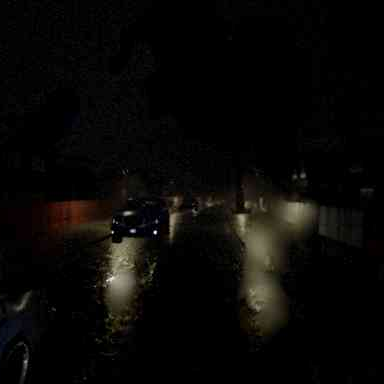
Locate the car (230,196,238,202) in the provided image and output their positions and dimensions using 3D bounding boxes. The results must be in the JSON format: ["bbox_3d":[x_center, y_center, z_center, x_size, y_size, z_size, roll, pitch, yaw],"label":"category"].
[{"bbox_3d":[11.967,2.034,93.935,1.882,1.535,5.008,0,0,11],"label":"car"}]

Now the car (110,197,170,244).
[{"bbox_3d":[-2.367,1.292,16.646,2.150,2.045,5.566,0,0,2],"label":"car"}]

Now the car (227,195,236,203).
[{"bbox_3d":[10.041,1.746,83.725,2.150,2.045,5.566,0,0,11],"label":"car"}]

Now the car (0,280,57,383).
[{"bbox_3d":[-2.806,1.555,2.290,2.033,1.411,5.357,0,0,1],"label":"car"}]

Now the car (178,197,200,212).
[{"bbox_3d":[-0.306,1.356,39.822,2.097,1.767,4.553,0,0,7],"label":"car"}]
